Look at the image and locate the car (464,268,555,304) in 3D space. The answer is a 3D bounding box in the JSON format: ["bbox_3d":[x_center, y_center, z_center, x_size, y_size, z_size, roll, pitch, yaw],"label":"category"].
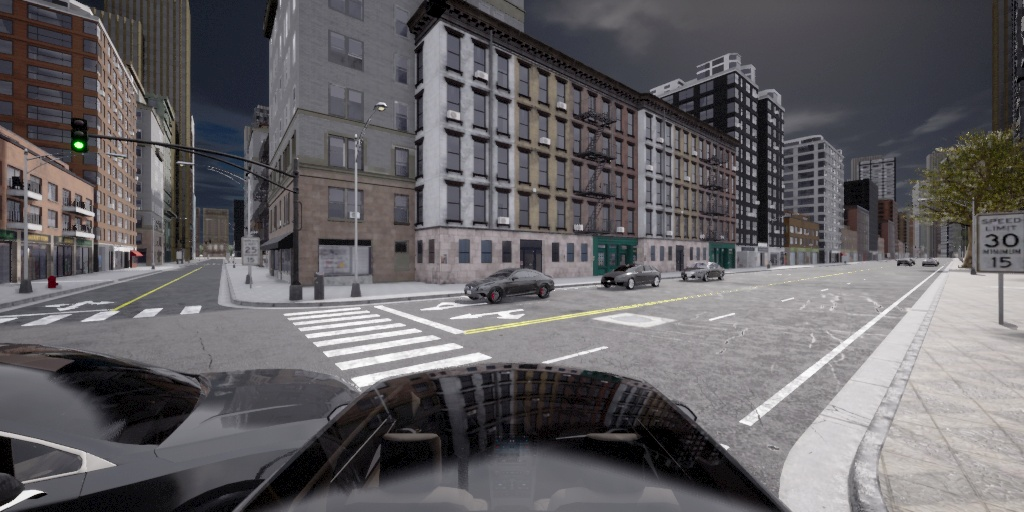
[{"bbox_3d":[-0.011,1.287,16.765,4.674,1.442,1.812,0,0,-39],"label":"car"}]

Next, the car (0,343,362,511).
[{"bbox_3d":[-3.219,1.257,1.799,4.892,1.490,1.837,0,0,-34],"label":"car"}]

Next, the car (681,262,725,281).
[{"bbox_3d":[15.710,1.236,29.435,4.902,1.511,2.128,0,0,-39],"label":"car"}]

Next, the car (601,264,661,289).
[{"bbox_3d":[7.690,1.259,22.977,4.892,1.490,1.837,0,0,-39],"label":"car"}]
